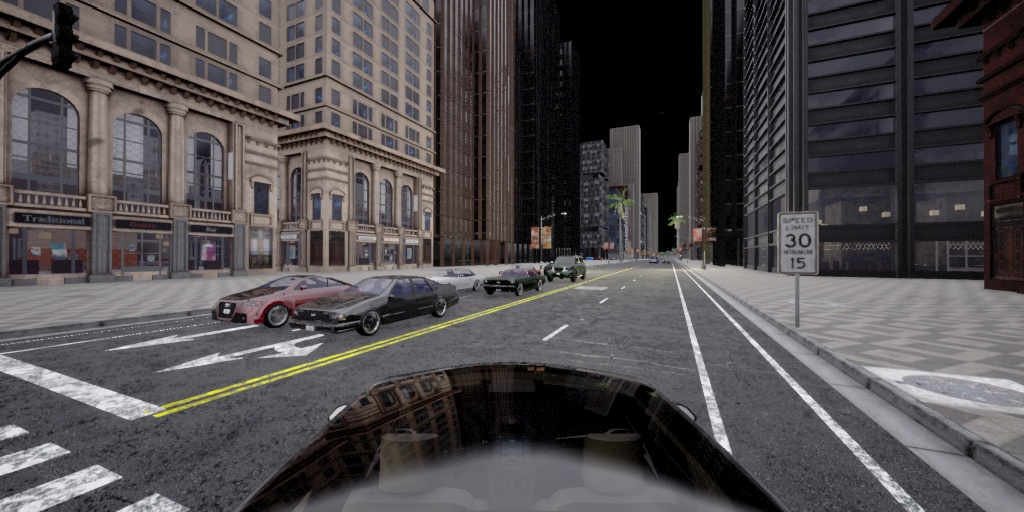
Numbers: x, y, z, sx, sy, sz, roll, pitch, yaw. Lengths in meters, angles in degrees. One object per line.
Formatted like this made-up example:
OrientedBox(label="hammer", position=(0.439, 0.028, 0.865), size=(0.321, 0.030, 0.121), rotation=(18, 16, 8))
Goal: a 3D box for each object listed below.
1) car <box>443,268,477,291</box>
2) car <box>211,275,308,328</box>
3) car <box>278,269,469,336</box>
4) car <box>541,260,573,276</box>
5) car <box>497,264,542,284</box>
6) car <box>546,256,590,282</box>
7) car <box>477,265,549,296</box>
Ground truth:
OrientedBox(label="car", position=(-3.356, 1.357, 19.523), size=(1.895, 1.301, 4.718), rotation=(0, 0, 24))
OrientedBox(label="car", position=(-6.899, 1.316, 11.510), size=(1.994, 1.385, 4.181), rotation=(0, 0, 24))
OrientedBox(label="car", position=(-3.652, 1.299, 10.826), size=(2.033, 1.411, 5.357), rotation=(0, 0, 24))
OrientedBox(label="car", position=(4.847, 1.251, 37.947), size=(1.882, 1.535, 5.008), rotation=(0, 0, 24))
OrientedBox(label="car", position=(0.679, 1.365, 28.631), size=(1.895, 1.301, 4.718), rotation=(0, 0, 24))
OrientedBox(label="car", position=(4.566, 0.987, 29.373), size=(2.150, 2.045, 5.566), rotation=(0, 0, 24))
OrientedBox(label="car", position=(0.231, 1.358, 19.594), size=(1.895, 1.301, 4.718), rotation=(0, 0, 24))
